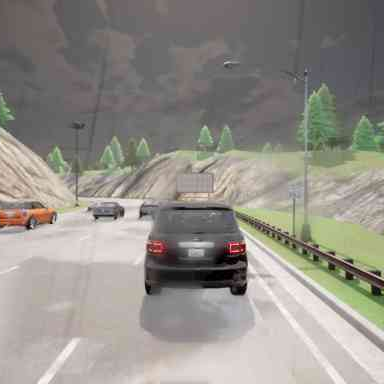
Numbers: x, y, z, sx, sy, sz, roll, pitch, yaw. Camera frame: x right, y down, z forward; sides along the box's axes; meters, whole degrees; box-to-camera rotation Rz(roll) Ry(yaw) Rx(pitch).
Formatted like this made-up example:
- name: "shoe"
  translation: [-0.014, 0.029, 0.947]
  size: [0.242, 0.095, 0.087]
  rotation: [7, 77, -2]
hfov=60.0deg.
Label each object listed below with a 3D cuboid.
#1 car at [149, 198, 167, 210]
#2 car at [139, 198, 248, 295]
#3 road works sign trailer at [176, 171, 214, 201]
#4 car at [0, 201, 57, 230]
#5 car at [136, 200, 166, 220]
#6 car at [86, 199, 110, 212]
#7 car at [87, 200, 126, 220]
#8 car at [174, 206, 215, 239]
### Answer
- name: "car"
  translation: [-4.501, 1.547, 43.569]
  size: [2.033, 1.411, 5.357]
  rotation: [0, 0, -8]
- name: "car"
  translation: [0.088, 1.221, 8.840]
  size: [2.150, 2.045, 5.566]
  rotation: [0, 0, 0]
- name: "road works sign trailer"
  translation: [0.188, 0.464, 21.562]
  size: [2.380, 3.560, 2.880]
  rotation: [0, 0, 0]
- name: "car"
  translation: [-10.426, 1.353, 21.234]
  size: [2.097, 1.767, 4.553]
  rotation: [0, 0, 0]
- name: "car"
  translation: [-3.516, 1.490, 29.361]
  size: [2.128, 1.511, 4.902]
  rotation: [0, 0, -1]
- name: "car"
  translation: [-11.137, 1.600, 39.783]
  size: [1.895, 1.301, 4.718]
  rotation: [0, 0, -5]
- name: "car"
  translation: [-6.971, 1.548, 28.328]
  size: [2.033, 1.411, 5.357]
  rotation: [0, 0, -2]
- name: "car"
  translation: [0.107, 1.559, 18.065]
  size: [1.994, 1.385, 4.181]
  rotation: [0, 0, 0]
